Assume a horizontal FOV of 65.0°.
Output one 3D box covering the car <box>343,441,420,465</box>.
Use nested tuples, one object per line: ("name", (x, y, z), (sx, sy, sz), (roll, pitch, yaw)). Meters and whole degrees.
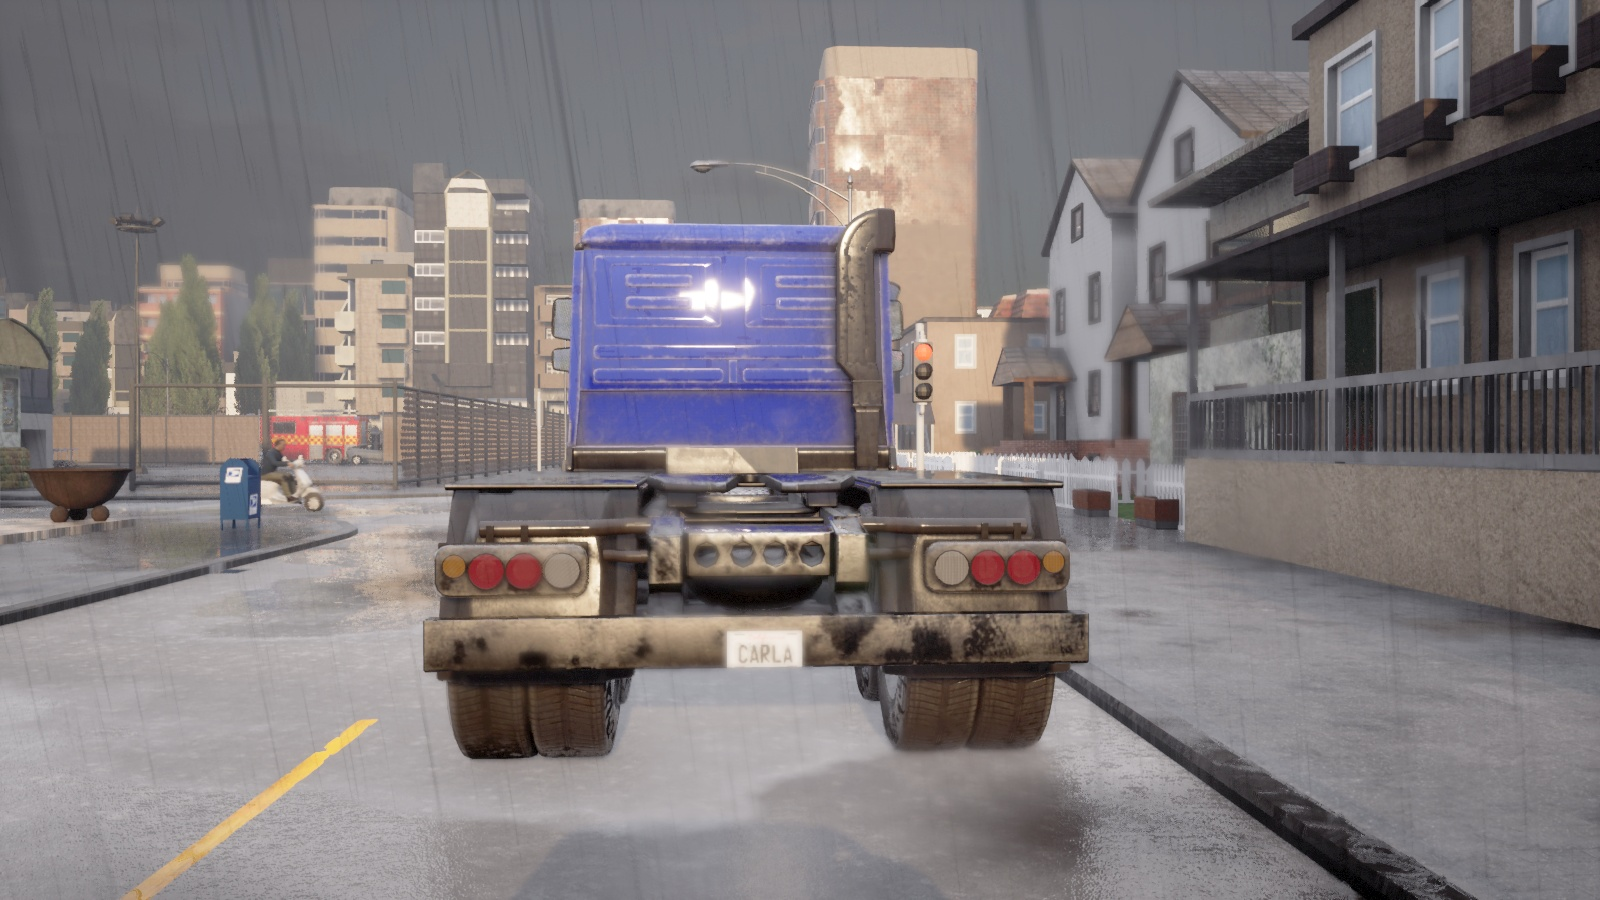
("car", (-27.921, 0.197, 83.916), (4.514, 1.525, 2.007), (0, 0, -3))

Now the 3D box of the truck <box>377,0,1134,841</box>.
("truck", (-0.432, -0.285, 8.765), (2.891, 3.462, 7.936), (0, 0, -4))

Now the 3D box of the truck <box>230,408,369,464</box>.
("truck", (-34.798, -0.940, 87.533), (8.468, 3.827, 2.891), (0, 0, -3))

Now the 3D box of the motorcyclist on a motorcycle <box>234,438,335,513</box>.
("motorcyclist on a motorcycle", (-11.122, 0.538, 27.126), (1.817, 1.590, 0.866), (0, 1, 0))
